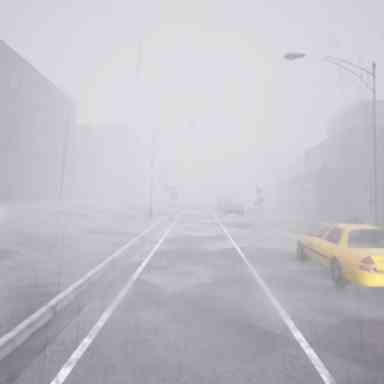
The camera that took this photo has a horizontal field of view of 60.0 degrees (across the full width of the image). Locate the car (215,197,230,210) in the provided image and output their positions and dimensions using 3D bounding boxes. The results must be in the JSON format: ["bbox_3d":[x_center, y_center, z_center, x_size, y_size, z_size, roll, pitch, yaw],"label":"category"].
[{"bbox_3d":[4.259,1.503,44.428,2.097,1.767,4.553,1,0,2],"label":"car"}]

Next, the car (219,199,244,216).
[{"bbox_3d":[4.026,1.704,33.284,1.895,1.301,4.718,1,0,2],"label":"car"}]

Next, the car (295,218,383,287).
[{"bbox_3d":[4.384,1.506,9.340,1.801,1.575,5.366,1,0,1],"label":"car"}]

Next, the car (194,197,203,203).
[{"bbox_3d":[1.527,1.824,77.697,1.994,1.385,4.181,1,0,1],"label":"car"}]
